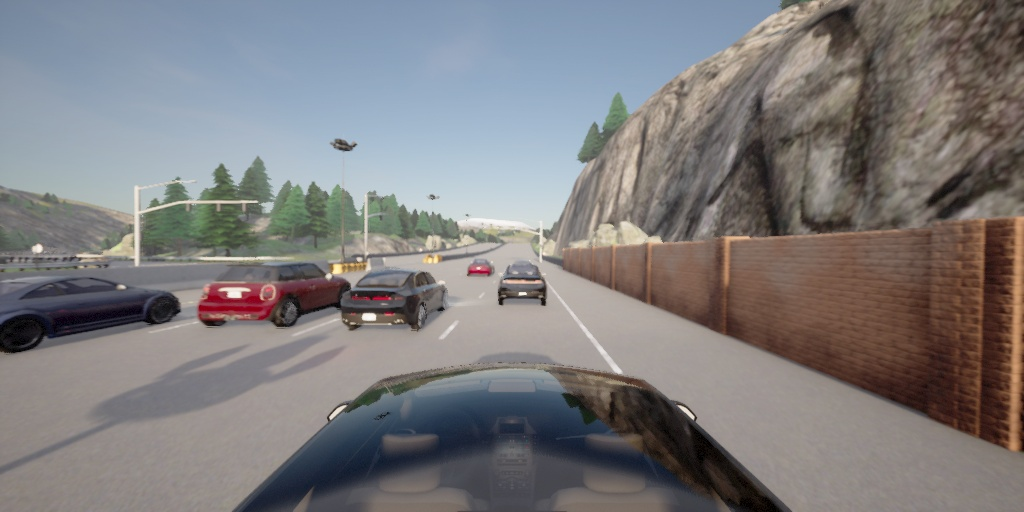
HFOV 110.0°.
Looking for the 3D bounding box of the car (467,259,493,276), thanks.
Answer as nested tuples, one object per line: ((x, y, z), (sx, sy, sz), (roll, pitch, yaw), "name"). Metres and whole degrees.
((-2.619, 0.935, 30.715), (1.994, 1.385, 4.181), (1, 1, 2), "car")

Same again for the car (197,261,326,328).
((-6.659, 0.921, 10.784), (2.097, 1.767, 4.553), (1, 1, 1), "car")

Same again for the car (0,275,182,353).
((-10.216, 1.126, 8.230), (1.994, 1.385, 4.181), (1, 1, 1), "car")

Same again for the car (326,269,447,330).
((-3.178, 1.114, 10.547), (1.837, 1.490, 4.892), (1, 1, 1), "car")

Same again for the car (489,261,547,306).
((0.426, 1.087, 14.872), (2.128, 1.511, 4.902), (1, 1, 2), "car")
